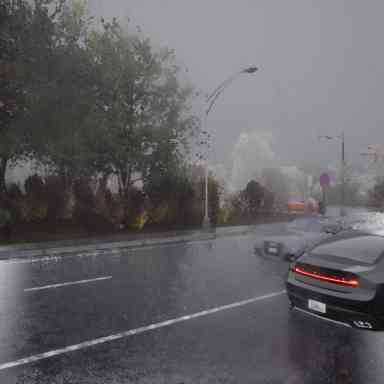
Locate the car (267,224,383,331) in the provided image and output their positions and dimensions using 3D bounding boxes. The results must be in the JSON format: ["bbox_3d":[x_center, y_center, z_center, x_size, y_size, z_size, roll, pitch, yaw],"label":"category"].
[{"bbox_3d":[3.891,1.505,6.513,4.892,1.490,1.837,0,0,-35],"label":"car"}]

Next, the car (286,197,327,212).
[{"bbox_3d":[12.566,1.352,36.862,2.097,1.767,4.553,0,0,-32],"label":"car"}]

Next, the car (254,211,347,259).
[{"bbox_3d":[4.058,1.564,11.168,4.181,1.385,1.994,0,0,-35],"label":"car"}]
